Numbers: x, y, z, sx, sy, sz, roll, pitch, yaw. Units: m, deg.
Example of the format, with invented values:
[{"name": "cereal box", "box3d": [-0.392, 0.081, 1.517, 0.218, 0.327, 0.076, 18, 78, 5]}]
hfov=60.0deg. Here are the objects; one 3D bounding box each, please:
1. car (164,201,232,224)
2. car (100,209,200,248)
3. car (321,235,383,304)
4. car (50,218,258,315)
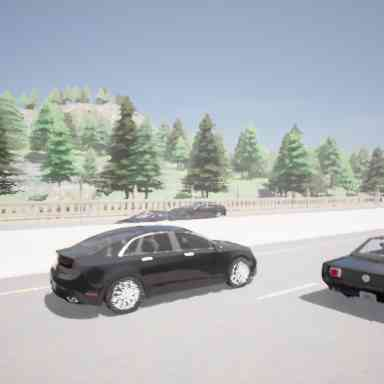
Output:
[{"name": "car", "box3d": [0.522, 1.504, 25.740, 4.902, 1.511, 2.128, 0, 0, -35]}, {"name": "car", "box3d": [-1.884, 1.569, 15.509, 4.181, 1.385, 1.994, 0, 0, -35]}, {"name": "car", "box3d": [5.000, 1.607, 7.311, 4.718, 1.301, 1.895, 0, 0, -35]}, {"name": "car", "box3d": [-0.599, 1.508, 7.618, 4.892, 1.490, 1.837, 0, 0, -35]}]
